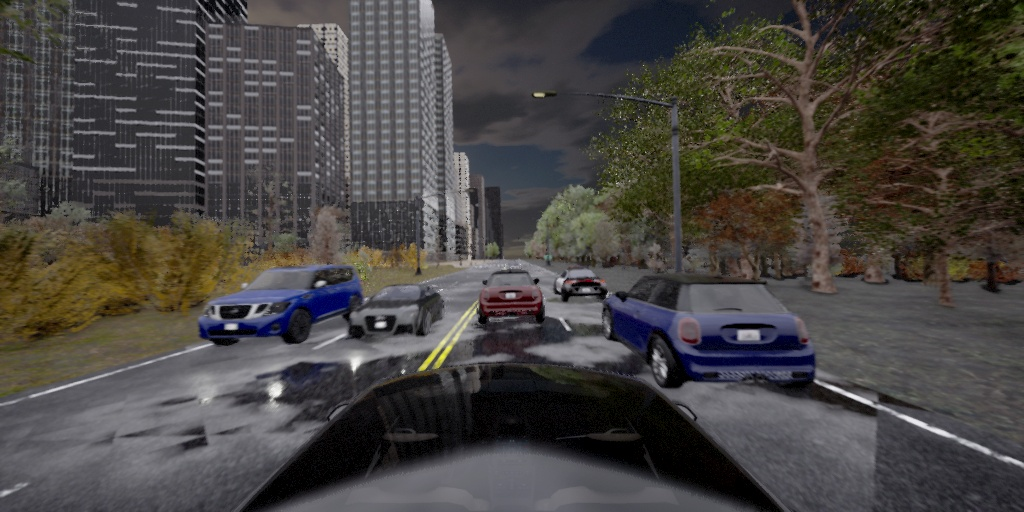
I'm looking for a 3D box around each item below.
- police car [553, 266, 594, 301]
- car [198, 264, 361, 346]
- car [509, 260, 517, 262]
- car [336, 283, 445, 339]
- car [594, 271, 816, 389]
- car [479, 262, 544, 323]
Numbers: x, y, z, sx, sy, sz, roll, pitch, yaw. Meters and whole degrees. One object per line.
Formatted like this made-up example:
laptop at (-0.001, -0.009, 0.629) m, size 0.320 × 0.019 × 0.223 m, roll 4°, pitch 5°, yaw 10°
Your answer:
police car at (3.240, 1.321, 18.080) m, size 2.038 × 1.542 × 4.974 m, roll -2°, pitch 0°, yaw 0°
car at (-6.619, 1.315, 11.207) m, size 2.150 × 2.045 × 5.566 m, roll -2°, pitch 0°, yaw 0°
car at (0.132, 1.563, 50.538) m, size 1.895 × 1.301 × 4.718 m, roll -2°, pitch 0°, yaw 0°
car at (-3.360, 1.565, 11.152) m, size 1.994 × 1.385 × 4.181 m, roll -2°, pitch 0°, yaw 0°
car at (3.248, 1.106, 7.041) m, size 2.097 × 1.767 × 4.553 m, roll 0°, pitch 0°, yaw 0°
car at (-0.033, 1.260, 13.280) m, size 2.097 × 1.767 × 4.553 m, roll -2°, pitch 0°, yaw 0°
